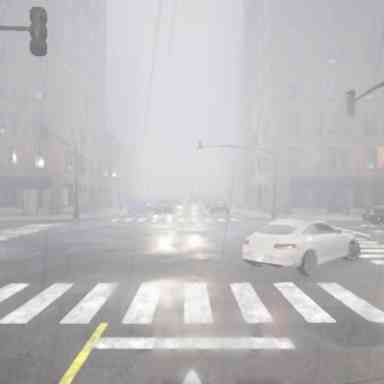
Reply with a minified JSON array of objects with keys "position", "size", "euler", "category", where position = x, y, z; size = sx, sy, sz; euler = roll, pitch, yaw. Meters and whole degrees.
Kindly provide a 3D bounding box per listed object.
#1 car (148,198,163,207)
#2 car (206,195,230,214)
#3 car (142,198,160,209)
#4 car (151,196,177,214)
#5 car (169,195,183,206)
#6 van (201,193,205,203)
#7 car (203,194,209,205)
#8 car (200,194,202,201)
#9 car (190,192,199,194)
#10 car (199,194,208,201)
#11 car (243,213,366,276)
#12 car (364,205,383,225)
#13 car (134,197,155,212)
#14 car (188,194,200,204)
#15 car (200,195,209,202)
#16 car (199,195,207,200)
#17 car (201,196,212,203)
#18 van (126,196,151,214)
[{"position":[-5.638,1.605,51.793],"size":[1.802,1.307,4.206],"euler":[0,0,0],"category":"car"},{"position":[2.812,1.456,34.752],"size":[1.967,1.590,4.097],"euler":[0,0,0],"category":"car"},{"position":[-5.663,1.587,46.125],"size":[1.947,1.339,4.313],"euler":[0,0,0],"category":"car"},{"position":[-2.942,1.517,35.611],"size":[1.837,1.490,4.892],"euler":[0,1,0],"category":"car"},{"position":[-2.783,1.626,56.519],"size":[1.895,1.301,4.718],"euler":[0,0,1],"category":"car"},{"position":[2.913,1.366,57.429],"size":[1.690,1.788,3.998],"euler":[0,0,0],"category":"van"},{"position":[2.863,1.461,46.091],"size":[1.967,1.590,4.097],"euler":[0,0,0],"category":"car"},{"position":[2.939,1.552,63.268],"size":[1.752,1.417,4.829],"euler":[0,0,0],"category":"car"},{"position":[0.325,1.085,75.191],"size":[2.150,2.045,5.566],"euler":[0,0,0],"category":"car"},{"position":[3.039,1.343,85.775],"size":[2.192,1.841,5.009],"euler":[0,0,0],"category":"car"},{"position":[3.483,1.537,10.388],"size":[4.674,1.442,1.812],"euler":[0,-1,-43],"category":"car"},{"position":[14.396,1.240,22.085],"size":[5.566,2.045,2.150],"euler":[-1,0,0],"category":"car"},{"position":[-5.688,1.459,40.457],"size":[1.967,1.590,4.097],"euler":[0,0,0],"category":"car"},{"position":[0.281,1.590,65.157],"size":[1.994,1.385,4.181],"euler":[0,0,0],"category":"car"},{"position":[3.015,1.468,80.106],"size":[1.967,1.590,4.097],"euler":[0,0,0],"category":"car"},{"position":[3.065,1.593,91.445],"size":[1.947,1.339,4.313],"euler":[0,0,0],"category":"car"},{"position":[2.964,1.578,68.768],"size":[2.008,1.369,4.403],"euler":[0,0,0],"category":"car"},{"position":[-5.714,1.357,34.788],"size":[1.690,1.788,3.998],"euler":[0,0,0],"category":"van"}]
